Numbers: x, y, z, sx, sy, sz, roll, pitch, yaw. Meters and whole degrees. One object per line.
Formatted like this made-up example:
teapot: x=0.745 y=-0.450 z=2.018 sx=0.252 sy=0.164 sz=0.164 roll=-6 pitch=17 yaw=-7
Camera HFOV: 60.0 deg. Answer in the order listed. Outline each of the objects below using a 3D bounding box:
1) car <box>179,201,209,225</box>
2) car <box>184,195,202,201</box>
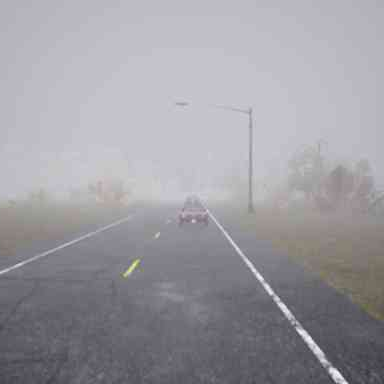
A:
car: x=0.112 y=1.516 z=22.964 sx=1.895 sy=1.301 sz=4.718 roll=0 pitch=0 yaw=0
car: x=0.121 y=1.201 z=41.361 sx=2.097 sy=1.767 sz=4.553 roll=0 pitch=0 yaw=0
